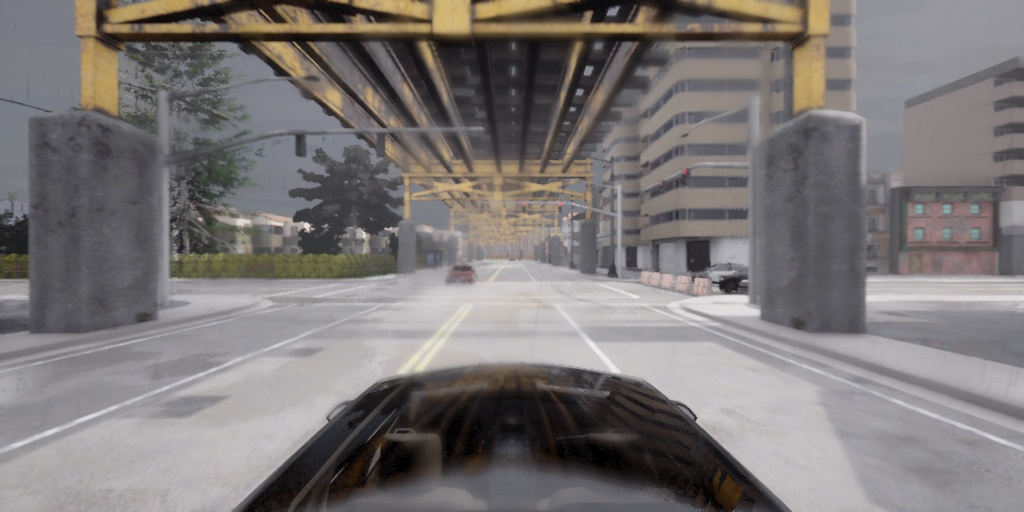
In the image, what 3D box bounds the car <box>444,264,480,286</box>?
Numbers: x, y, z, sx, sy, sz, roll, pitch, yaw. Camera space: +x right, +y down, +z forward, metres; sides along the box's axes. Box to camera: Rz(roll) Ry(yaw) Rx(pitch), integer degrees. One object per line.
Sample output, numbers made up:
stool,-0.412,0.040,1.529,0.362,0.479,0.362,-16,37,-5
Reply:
car,-3.449,1.311,25.310,1.812,1.442,4.674,0,1,0
